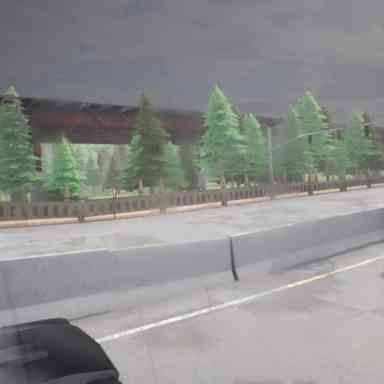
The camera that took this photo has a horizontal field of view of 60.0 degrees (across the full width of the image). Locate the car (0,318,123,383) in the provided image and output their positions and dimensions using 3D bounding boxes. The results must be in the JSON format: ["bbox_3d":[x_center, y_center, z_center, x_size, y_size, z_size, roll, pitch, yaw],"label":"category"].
[{"bbox_3d":[-2.694,1.601,1.825,4.718,1.301,1.895,0,0,-35],"label":"car"}]
